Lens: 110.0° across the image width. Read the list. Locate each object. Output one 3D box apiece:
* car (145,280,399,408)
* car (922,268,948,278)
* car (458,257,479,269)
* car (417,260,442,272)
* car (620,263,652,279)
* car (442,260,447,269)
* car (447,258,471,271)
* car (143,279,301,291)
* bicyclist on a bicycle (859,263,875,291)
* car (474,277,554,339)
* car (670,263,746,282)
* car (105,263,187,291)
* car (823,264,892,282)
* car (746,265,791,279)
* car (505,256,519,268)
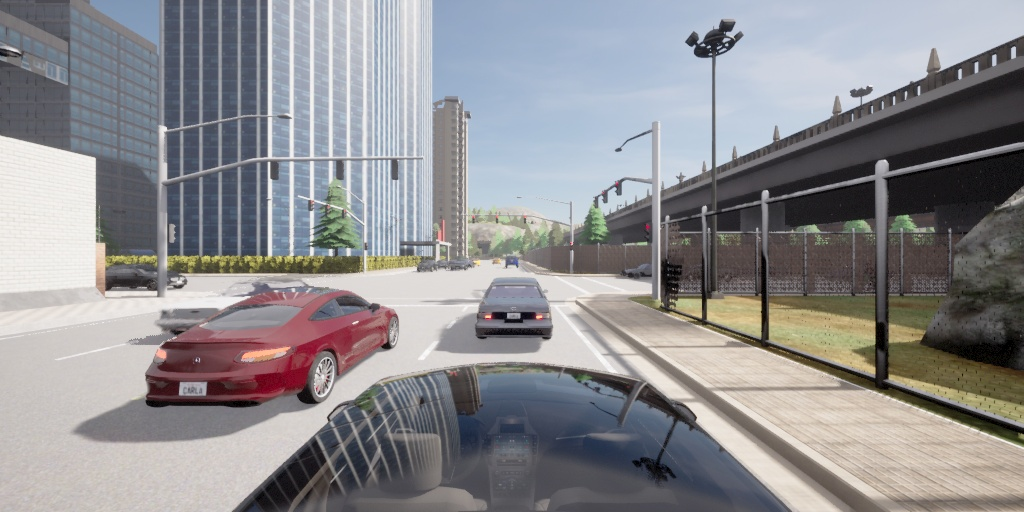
[{"bbox_3d":[-3.449,1.276,6.193,1.812,1.442,4.674,0,0,0],"label":"car"},{"bbox_3d":[40.531,1.406,32.723,4.718,1.301,1.895,0,0,0],"label":"car"},{"bbox_3d":[-7.182,1.297,58.706,2.033,1.411,5.357,0,0,0],"label":"car"},{"bbox_3d":[-10.676,1.256,45.482,1.837,1.490,4.892,0,0,0],"label":"car"},{"bbox_3d":[12.722,1.353,32.648,5.357,1.411,2.033,0,0,0],"label":"car"},{"bbox_3d":[-10.690,1.276,54.981,1.812,1.442,4.674,0,0,0],"label":"car"},{"bbox_3d":[-7.177,1.314,49.129,1.994,1.385,4.181,0,0,0],"label":"car"},{"bbox_3d":[-7.193,1.351,10.298,1.895,1.301,4.718,0,0,-1],"label":"car"},{"bbox_3d":[18.267,1.106,18.188,0.582,1.620,1.656,0,0,0],"label":"bicyclist on a bicycle"},{"bbox_3d":[0.079,1.297,10.013,2.033,1.411,5.357,0,0,1],"label":"car"},{"bbox_3d":[15.666,1.297,29.161,4.902,1.511,2.128,0,0,0],"label":"car"},{"bbox_3d":[-22.583,1.331,21.823,4.674,1.442,1.812,0,0,0],"label":"car"},{"bbox_3d":[28.101,1.331,29.198,4.674,1.442,1.812,0,0,0],"label":"car"},{"bbox_3d":[22.425,1.406,32.688,4.718,1.301,1.895,0,0,0],"label":"car"},{"bbox_3d":[-0.023,0.971,63.493,2.150,2.045,5.566,0,0,0],"label":"car"}]
